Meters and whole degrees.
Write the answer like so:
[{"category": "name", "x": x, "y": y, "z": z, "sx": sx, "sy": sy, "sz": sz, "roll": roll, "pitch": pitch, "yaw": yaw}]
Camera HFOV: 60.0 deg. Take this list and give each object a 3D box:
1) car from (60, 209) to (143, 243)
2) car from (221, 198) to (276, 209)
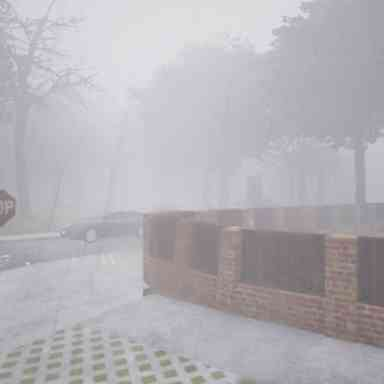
[{"category": "car", "x": -4.236, "y": 1.673, "z": 17.136, "sx": 4.892, "sy": 1.490, "sz": 1.837, "roll": 1, "pitch": -1, "yaw": -44}, {"category": "car", "x": 4.212, "y": 1.481, "z": 25.162, "sx": 5.566, "sy": 2.045, "sz": 2.150, "roll": 1, "pitch": -1, "yaw": -43}]
